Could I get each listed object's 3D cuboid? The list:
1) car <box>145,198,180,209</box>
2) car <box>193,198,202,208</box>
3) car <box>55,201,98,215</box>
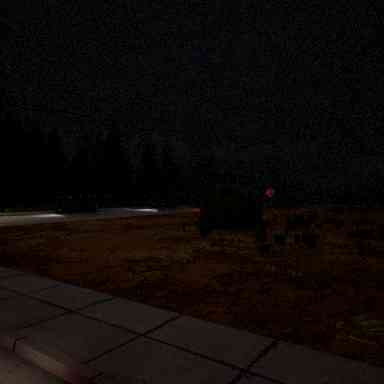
[{"bbox_3d":[-3.894,1.574,45.320,2.033,1.411,5.357,0,0,36],"label":"car"},{"bbox_3d":[2.123,1.532,47.265,1.837,1.490,4.892,0,0,36],"label":"car"},{"bbox_3d":[-11.907,1.591,34.478,1.994,1.385,4.181,0,0,37],"label":"car"}]
